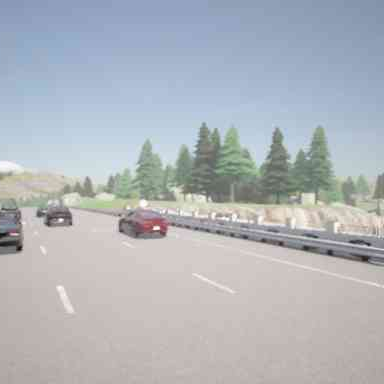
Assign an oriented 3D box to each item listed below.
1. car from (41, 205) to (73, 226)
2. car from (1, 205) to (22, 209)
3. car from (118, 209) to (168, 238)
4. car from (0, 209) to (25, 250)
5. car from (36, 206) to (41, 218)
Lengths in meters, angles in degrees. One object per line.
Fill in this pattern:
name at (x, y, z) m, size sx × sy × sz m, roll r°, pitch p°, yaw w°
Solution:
car at (-10.823, 1.873, 26.781) m, size 1.837 × 1.490 × 4.892 m, roll 0°, pitch -1°, yaw -27°
car at (-17.597, 2.003, 32.244) m, size 2.128 × 1.511 × 4.902 m, roll 0°, pitch -2°, yaw -27°
car at (-2.869, 1.723, 19.043) m, size 1.812 × 1.442 × 4.674 m, roll 0°, pitch -1°, yaw -27°
car at (-8.415, 1.694, 14.531) m, size 2.033 × 1.411 × 5.357 m, roll 0°, pitch -1°, yaw -27°
car at (-16.812, 2.197, 38.334) m, size 1.994 × 1.385 × 4.181 m, roll 0°, pitch -1°, yaw -27°
